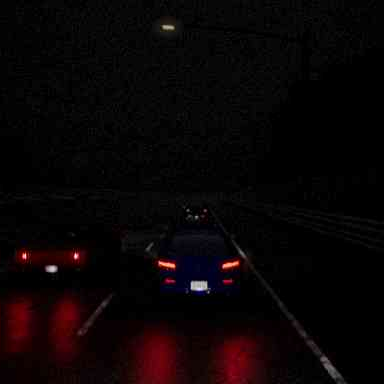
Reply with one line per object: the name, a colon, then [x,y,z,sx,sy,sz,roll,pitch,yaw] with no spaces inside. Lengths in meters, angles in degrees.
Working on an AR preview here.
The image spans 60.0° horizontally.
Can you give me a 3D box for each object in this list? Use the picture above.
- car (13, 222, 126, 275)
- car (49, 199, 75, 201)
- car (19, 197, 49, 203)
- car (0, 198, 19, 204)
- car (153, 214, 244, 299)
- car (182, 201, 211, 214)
car: [-3.359,1.563,10.249,1.895,1.301,4.718,0,0,1]
car: [-16.735,1.525,44.449,1.895,1.301,4.718,0,0,2]
car: [-20.257,1.429,44.029,1.837,1.490,4.892,0,-1,2]
car: [-23.730,1.519,44.702,1.895,1.301,4.718,0,0,2]
car: [0.132,1.496,8.226,1.812,1.442,4.674,0,0,0]
car: [0.333,1.423,24.030,2.128,1.511,4.902,0,0,1]
